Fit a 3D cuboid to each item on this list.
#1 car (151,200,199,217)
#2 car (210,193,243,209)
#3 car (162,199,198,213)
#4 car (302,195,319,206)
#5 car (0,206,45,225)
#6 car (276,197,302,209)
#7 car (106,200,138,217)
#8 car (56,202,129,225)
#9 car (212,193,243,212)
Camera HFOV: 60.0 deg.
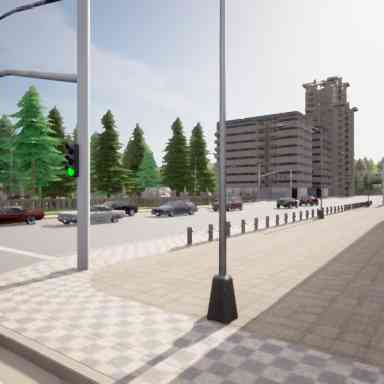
[{"bbox_3d":[-1.508,1.547,31.569,2.033,1.411,5.357,0,0,36],"label":"car"},{"bbox_3d":[4.946,1.221,46.600,2.150,2.045,5.566,0,0,36],"label":"car"},{"bbox_3d":[-1.304,1.564,37.898,1.994,1.385,4.181,0,0,35],"label":"car"},{"bbox_3d":[19.069,1.352,54.102,2.097,1.767,4.553,0,0,35],"label":"car"},{"bbox_3d":[-12.534,1.601,22.207,1.895,1.301,4.718,0,0,37],"label":"car"},{"bbox_3d":[13.186,1.505,45.837,1.837,1.490,4.892,0,0,35],"label":"car"},{"bbox_3d":[-7.050,1.478,29.828,1.882,1.535,5.008,0,0,36],"label":"car"},{"bbox_3d":[-7.110,1.601,23.710,1.895,1.301,4.718,0,0,35],"label":"car"},{"bbox_3d":[4.298,1.352,39.705,2.097,1.767,4.553,0,0,36],"label":"car"}]
